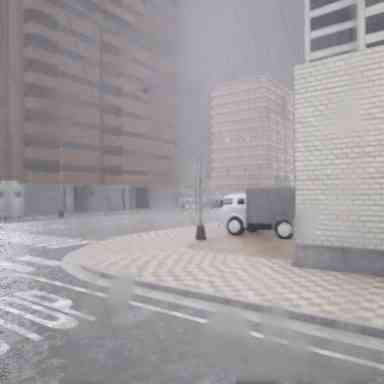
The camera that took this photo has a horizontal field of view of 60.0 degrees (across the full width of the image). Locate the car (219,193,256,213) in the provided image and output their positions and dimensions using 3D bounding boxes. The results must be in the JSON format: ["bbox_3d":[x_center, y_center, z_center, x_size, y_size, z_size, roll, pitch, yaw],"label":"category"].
[{"bbox_3d":[6.726,1.530,48.647,2.150,2.045,5.566,-1,-1,36],"label":"car"}]

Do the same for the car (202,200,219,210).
[{"bbox_3d":[3.153,1.868,49.688,1.812,1.442,4.674,-1,-1,36],"label":"car"}]
